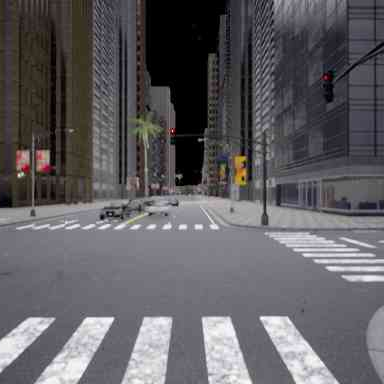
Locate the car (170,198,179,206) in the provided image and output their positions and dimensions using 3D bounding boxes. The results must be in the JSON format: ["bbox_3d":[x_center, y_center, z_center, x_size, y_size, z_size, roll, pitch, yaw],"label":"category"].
[{"bbox_3d":[-3.254,1.746,57.511,1.994,1.385,4.181,0,0,0],"label":"car"}]

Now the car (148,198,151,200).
[{"bbox_3d":[-6.674,1.698,50.950,2.033,1.411,5.357,0,0,0],"label":"car"}]

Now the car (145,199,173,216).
[{"bbox_3d":[-3.211,1.683,33.371,1.895,1.301,4.718,0,0,0],"label":"car"}]

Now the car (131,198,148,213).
[{"bbox_3d":[-6.661,1.607,39.018,1.837,1.490,4.892,0,0,0],"label":"car"}]

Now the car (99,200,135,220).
[{"bbox_3d":[-6.637,1.633,29.075,1.994,1.385,4.181,0,0,1],"label":"car"}]
